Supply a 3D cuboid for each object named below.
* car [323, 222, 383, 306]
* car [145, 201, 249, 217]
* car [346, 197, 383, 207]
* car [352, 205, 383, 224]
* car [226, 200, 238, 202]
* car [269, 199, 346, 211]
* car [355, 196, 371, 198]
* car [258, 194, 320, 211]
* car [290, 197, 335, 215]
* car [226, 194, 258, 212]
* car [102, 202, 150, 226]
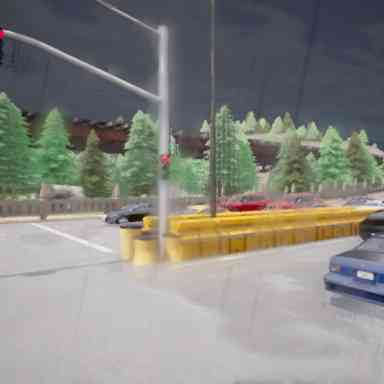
[{"bbox_3d":[5.145,1.532,7.416,5.357,1.411,2.033,0,0,-35],"label":"car"},{"bbox_3d":[0.374,1.459,17.122,5.008,1.535,1.882,0,0,-36],"label":"car"},{"bbox_3d":[15.196,1.459,27.698,4.674,1.442,1.812,-1,0,-35],"label":"car"},{"bbox_3d":[9.256,1.475,14.645,4.892,1.490,1.837,0,0,-35],"label":"car"},{"bbox_3d":[0.333,1.482,21.424,4.892,1.490,1.837,0,0,-36],"label":"car"},{"bbox_3d":[7.888,1.456,22.508,4.902,1.511,2.128,0,0,-35],"label":"car"},{"bbox_3d":[16.593,1.420,32.968,4.181,1.385,1.994,-2,1,-36],"label":"car"},{"bbox_3d":[8.369,1.180,27.139,5.566,2.045,2.150,0,0,-35],"label":"car"},{"bbox_3d":[12.473,1.388,34.320,5.008,1.535,1.882,-1,1,-36],"label":"car"},{"bbox_3d":[4.349,1.185,28.571,5.566,2.045,2.150,0,0,-36],"label":"car"},{"bbox_3d":[-3.693,1.473,22.852,4.902,1.511,2.128,0,0,-36],"label":"car"}]
